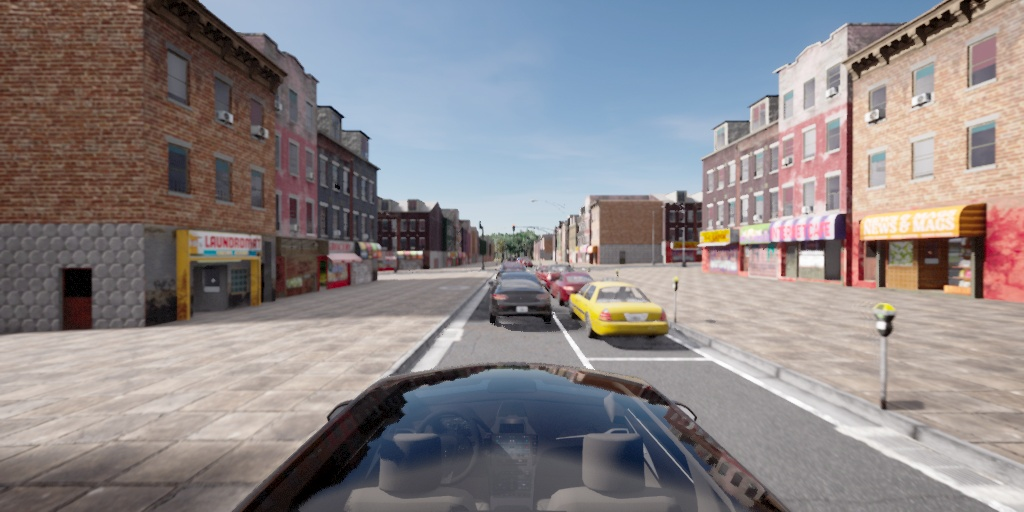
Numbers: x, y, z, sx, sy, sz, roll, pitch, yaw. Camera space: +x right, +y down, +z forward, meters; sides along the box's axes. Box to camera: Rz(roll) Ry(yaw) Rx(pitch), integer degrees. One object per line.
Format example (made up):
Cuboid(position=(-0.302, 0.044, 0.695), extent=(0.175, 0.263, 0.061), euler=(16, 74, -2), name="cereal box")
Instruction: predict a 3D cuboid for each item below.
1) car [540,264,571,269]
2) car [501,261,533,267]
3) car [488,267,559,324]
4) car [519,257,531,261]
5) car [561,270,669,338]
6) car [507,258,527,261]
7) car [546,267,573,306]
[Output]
Cuboid(position=(2.638, 1.167, 20.688), extent=(1.967, 1.591, 4.097), euler=(0, 0, 0), name="car")
Cuboid(position=(0.086, 1.219, 20.796), extent=(2.128, 1.511, 4.902), euler=(0, 0, 0), name="car")
Cuboid(position=(0.184, 1.261, 11.866), extent=(1.812, 1.442, 4.674), euler=(0, 0, -2), name="car")
Cuboid(position=(2.639, 1.224, 63.495), extent=(1.967, 1.591, 4.097), euler=(0, 0, 0), name="car")
Cuboid(position=(2.637, 1.263, 9.925), extent=(1.751, 1.417, 4.829), euler=(0, 0, 0), name="car")
Cuboid(position=(0.066, 1.204, 31.117), extent=(1.882, 1.535, 5.008), euler=(0, 0, 0), name="car")
Cuboid(position=(2.638, 1.313, 15.222), extent=(1.802, 1.307, 4.207), euler=(0, 0, 0), name="car")
